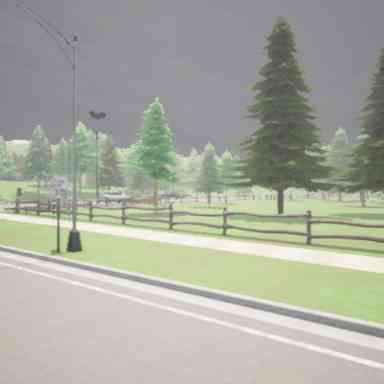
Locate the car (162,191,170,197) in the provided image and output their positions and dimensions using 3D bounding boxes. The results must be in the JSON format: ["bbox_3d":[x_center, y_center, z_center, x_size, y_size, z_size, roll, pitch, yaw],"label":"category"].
[{"bbox_3d":[-4.993,0.745,70.774,2.150,2.045,5.566,1,0,35],"label":"car"}]

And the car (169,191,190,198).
[{"bbox_3d":[-1.915,0.809,69.066,1.837,1.490,4.892,1,0,35],"label":"car"}]

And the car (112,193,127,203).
[{"bbox_3d":[-10.878,1.257,56.419,1.994,1.385,4.181,1,0,36],"label":"car"}]

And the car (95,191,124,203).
[{"bbox_3d":[-14.101,0.888,57.890,2.150,2.045,5.566,1,0,36],"label":"car"}]

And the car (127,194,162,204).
[{"bbox_3d":[-7.767,1.197,54.770,1.882,1.535,5.008,1,0,36],"label":"car"}]
